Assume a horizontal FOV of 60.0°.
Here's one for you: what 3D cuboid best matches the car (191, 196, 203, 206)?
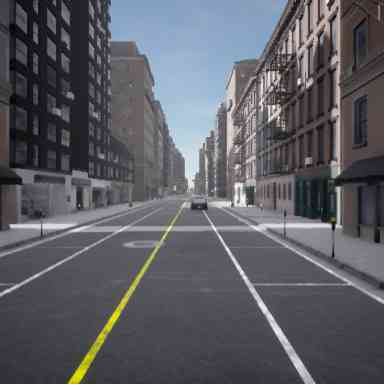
[{"bbox_3d":[0.825,1.500,55.054,1.882,1.535,5.008,0,0,0],"label":"car"}]

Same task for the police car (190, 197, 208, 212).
[{"bbox_3d":[0.825,1.431,39.164,1.930,1.638,5.238,0,0,0],"label":"police car"}]

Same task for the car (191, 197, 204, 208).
[{"bbox_3d":[0.825,1.548,49.054,1.837,1.490,4.892,0,0,0],"label":"car"}]
